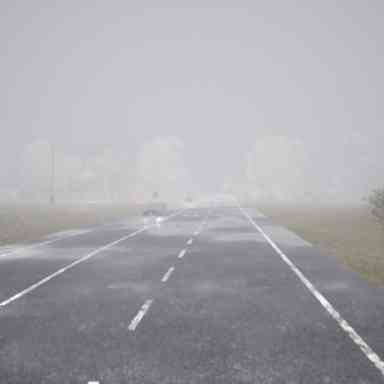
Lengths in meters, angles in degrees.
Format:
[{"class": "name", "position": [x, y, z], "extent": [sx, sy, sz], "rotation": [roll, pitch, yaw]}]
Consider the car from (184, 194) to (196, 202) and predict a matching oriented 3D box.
[{"class": "car", "position": [-0.335, 1.140, 65.652], "extent": [2.097, 1.767, 4.553], "rotation": [2, 0, 5]}]

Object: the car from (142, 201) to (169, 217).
[{"class": "car", "position": [-3.553, 1.627, 33.435], "extent": [2.033, 1.411, 5.357], "rotation": [-2, 0, 6]}]
